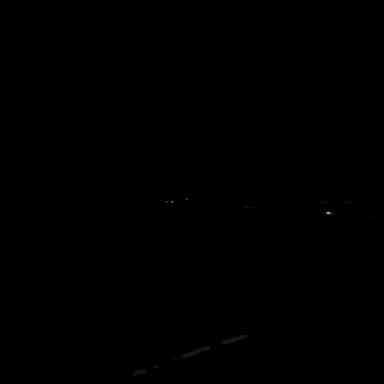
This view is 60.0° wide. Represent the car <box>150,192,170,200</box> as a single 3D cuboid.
[{"bbox_3d":[-6.404,0.739,65.657,1.812,1.442,4.674,1,0,-35],"label":"car"}]

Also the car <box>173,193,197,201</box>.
[{"bbox_3d":[-0.863,0.932,57.796,1.994,1.385,4.181,1,0,-34],"label":"car"}]

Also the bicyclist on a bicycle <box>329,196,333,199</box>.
[{"bbox_3d":[16.199,1.260,38.718,1.656,1.620,0.582,0,1,-35],"label":"bicyclist on a bicycle"}]

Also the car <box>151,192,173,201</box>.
[{"bbox_3d":[-5.330,0.872,59.298,2.033,1.411,5.357,1,0,-35],"label":"car"}]

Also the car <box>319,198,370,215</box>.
[{"bbox_3d":[14.129,1.350,31.254,1.812,1.442,4.674,1,0,-35],"label":"car"}]

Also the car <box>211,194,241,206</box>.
[{"bbox_3d":[4.557,1.043,44.963,2.128,1.511,4.902,1,0,-35],"label":"car"}]
